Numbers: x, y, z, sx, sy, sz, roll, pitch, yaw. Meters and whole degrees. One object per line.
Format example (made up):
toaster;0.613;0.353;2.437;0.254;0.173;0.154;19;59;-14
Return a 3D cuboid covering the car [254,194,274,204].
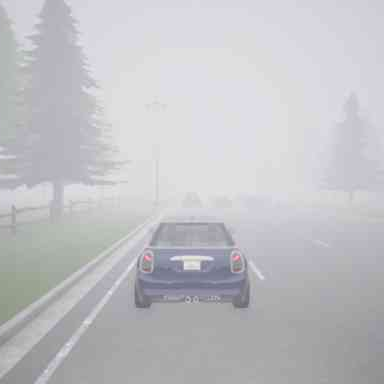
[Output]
car;10.513;0.957;48.902;1.994;1.385;4.181;0;1;0

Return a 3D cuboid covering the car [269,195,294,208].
car;10.511;1.043;38.899;1.812;1.442;4.674;0;1;0

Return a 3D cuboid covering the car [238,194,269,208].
car;7.011;1.069;38.484;2.033;1.411;5.357;0;1;0

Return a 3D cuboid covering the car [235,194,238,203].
car;7.013;0.957;48.903;1.994;1.385;4.181;0;1;0

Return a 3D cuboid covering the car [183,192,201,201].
car;0.011;0.869;38.870;2.097;1.767;4.553;0;1;0

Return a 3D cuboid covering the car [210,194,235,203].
car;3.511;1.081;38.901;1.994;1.385;4.181;0;1;0

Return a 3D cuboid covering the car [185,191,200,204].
car;0.013;0.745;48.872;2.097;1.767;4.553;0;1;0

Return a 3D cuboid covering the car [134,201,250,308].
car;0.002;1.253;7.835;2.097;1.767;4.553;0;1;0
